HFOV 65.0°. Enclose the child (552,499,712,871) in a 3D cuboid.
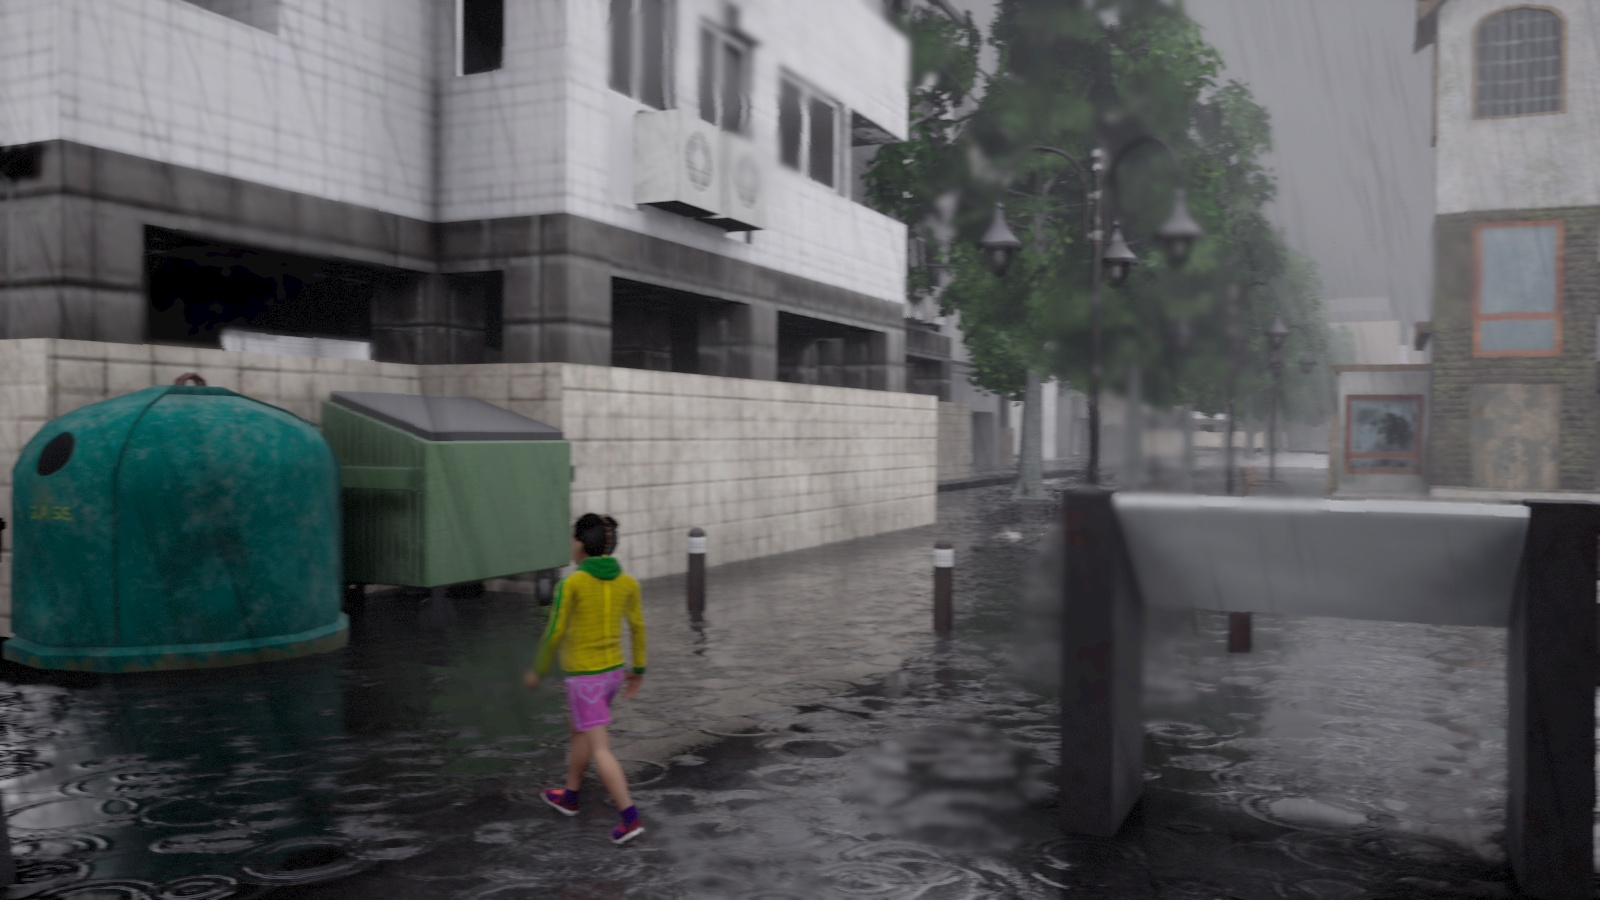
[{"bbox_3d":[-0.574,0.762,4.272,0.473,1.160,0.299,0,1,45],"label":"child"}]
